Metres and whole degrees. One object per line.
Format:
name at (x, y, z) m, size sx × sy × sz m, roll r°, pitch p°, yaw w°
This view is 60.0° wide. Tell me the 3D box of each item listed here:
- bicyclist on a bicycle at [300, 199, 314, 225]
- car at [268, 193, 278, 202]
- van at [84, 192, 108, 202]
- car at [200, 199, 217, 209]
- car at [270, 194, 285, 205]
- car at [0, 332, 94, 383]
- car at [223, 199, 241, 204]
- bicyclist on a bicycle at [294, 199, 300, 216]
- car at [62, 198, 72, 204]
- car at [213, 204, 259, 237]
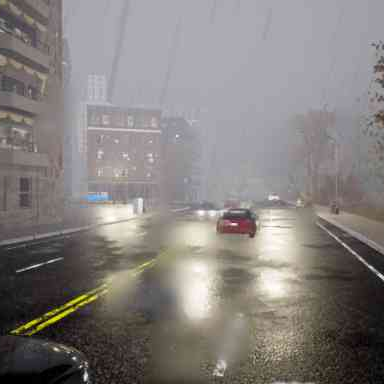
bicyclist on a bicycle at (7.773, 1.364, 22.084) m, size 0.659 × 1.776 × 1.843 m, roll 0°, pitch 0°, yaw 14°
car at (17.664, 1.180, 71.759) m, size 2.150 × 2.045 × 5.566 m, roll 0°, pitch 0°, yaw 10°
van at (-16.558, 0.886, 57.838) m, size 3.998 × 1.788 × 1.690 m, roll 1°, pitch -1°, yaw -17°
car at (2.303, 1.652, 44.888) m, size 1.895 × 1.301 × 4.718 m, roll 0°, pitch 0°, yaw 10°
car at (15.238, 1.569, 58.541) m, size 1.895 × 1.301 × 4.718 m, roll 0°, pitch 0°, yaw 11°
car at (-2.181, 1.491, 0.992) m, size 2.128 × 1.511 × 4.902 m, roll 0°, pitch 0°, yaw 16°
car at (5.196, 1.586, 42.980) m, size 1.895 × 1.301 × 4.718 m, roll 0°, pitch 0°, yaw 13°
bicyclist on a bicycle at (10.194, 1.424, 31.718) m, size 0.866 × 1.612 × 1.509 m, roll 0°, pitch 0°, yaw 13°
car at (-19.650, 1.110, 48.161) m, size 4.206 × 1.307 × 1.802 m, roll 1°, pitch -1°, yaw -17°
car at (2.584, 1.560, 18.200) m, size 1.994 × 1.385 × 4.181 m, roll 0°, pitch 0°, yaw 15°
